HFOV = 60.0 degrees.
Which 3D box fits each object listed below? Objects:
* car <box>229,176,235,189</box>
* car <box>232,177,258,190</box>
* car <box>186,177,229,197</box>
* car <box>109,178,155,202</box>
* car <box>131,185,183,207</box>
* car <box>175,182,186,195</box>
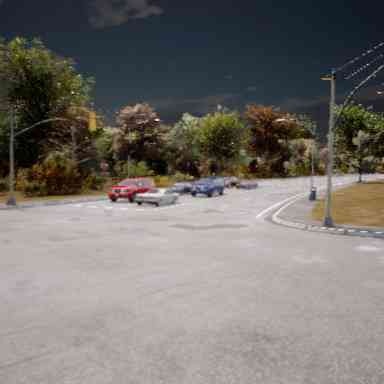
[{"bbox_3d":[5.469,-1.545,50.900,2.097,1.767,4.553,3,6,33],"label":"car"},{"bbox_3d":[8.029,-1.122,48.429,1.994,1.385,4.181,3,6,32],"label":"car"},{"bbox_3d":[1.876,-0.588,37.591,2.150,2.045,5.566,3,5,27],"label":"car"},{"bbox_3d":[-5.259,-0.228,30.237,2.150,2.045,5.566,2,3,21],"label":"car"},{"bbox_3d":[-2.743,0.375,27.157,1.895,1.301,4.718,2,3,21],"label":"car"},{"bbox_3d":[-1.177,-0.434,39.250,1.812,1.442,4.674,3,5,26],"label":"car"}]
